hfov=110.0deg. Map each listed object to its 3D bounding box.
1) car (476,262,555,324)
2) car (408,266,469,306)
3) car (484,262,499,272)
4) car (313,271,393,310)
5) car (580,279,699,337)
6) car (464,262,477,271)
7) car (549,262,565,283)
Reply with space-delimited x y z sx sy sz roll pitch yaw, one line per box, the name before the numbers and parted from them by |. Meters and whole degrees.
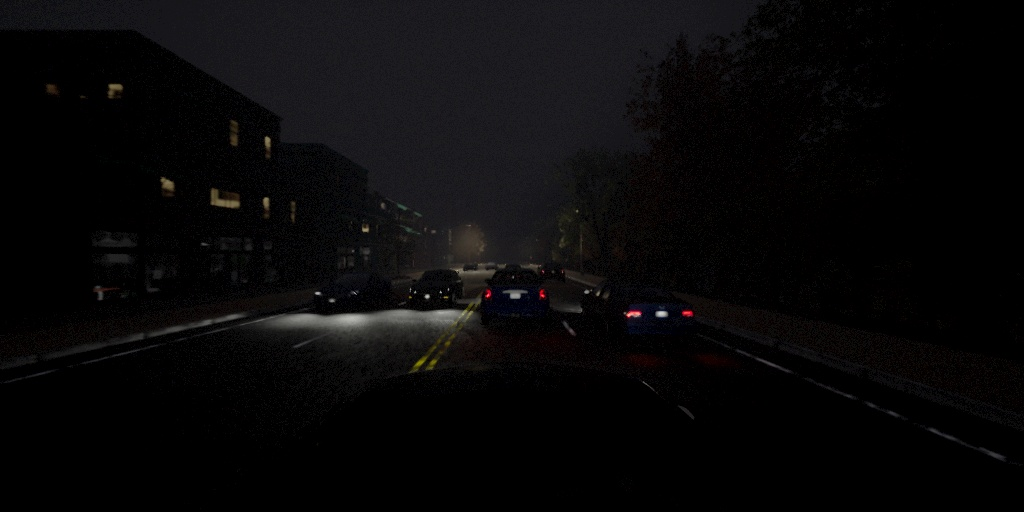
car | 0.096 1.187 12.490 2.097 1.767 4.553 0 0 0
car | -3.357 1.372 16.622 1.837 1.490 4.892 0 0 0
car | -3.325 1.747 58.911 2.033 1.411 5.357 0 0 1
car | -6.606 1.384 15.502 1.812 1.442 4.674 0 0 0
car | 3.345 1.367 10.524 2.033 1.411 5.357 0 0 0
car | -6.577 1.669 57.826 1.882 1.535 5.008 0 0 0
car | 3.337 1.335 31.267 2.097 1.767 4.553 0 0 0
